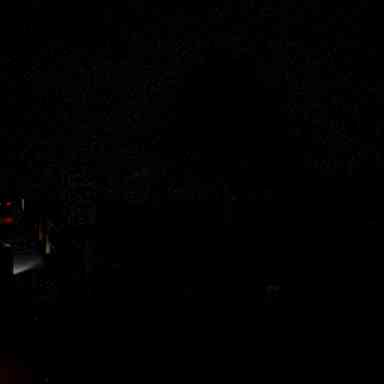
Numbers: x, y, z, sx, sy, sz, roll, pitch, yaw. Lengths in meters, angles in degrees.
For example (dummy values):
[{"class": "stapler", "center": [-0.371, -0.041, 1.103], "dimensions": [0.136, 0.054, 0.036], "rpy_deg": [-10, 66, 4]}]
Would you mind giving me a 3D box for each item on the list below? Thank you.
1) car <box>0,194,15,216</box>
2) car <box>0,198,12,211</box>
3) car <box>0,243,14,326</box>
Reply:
[{"class": "car", "center": [-18.780, 1.239, 32.701], "dimensions": [2.150, 2.045, 5.566], "rpy_deg": [0, 0, -28]}, {"class": "car", "center": [-23.932, 1.576, 42.105], "dimensions": [2.033, 1.411, 5.357], "rpy_deg": [0, 0, -28]}, {"class": "car", "center": [-4.599, 1.563, 6.476], "dimensions": [1.994, 1.385, 4.181], "rpy_deg": [0, 0, -28]}]
